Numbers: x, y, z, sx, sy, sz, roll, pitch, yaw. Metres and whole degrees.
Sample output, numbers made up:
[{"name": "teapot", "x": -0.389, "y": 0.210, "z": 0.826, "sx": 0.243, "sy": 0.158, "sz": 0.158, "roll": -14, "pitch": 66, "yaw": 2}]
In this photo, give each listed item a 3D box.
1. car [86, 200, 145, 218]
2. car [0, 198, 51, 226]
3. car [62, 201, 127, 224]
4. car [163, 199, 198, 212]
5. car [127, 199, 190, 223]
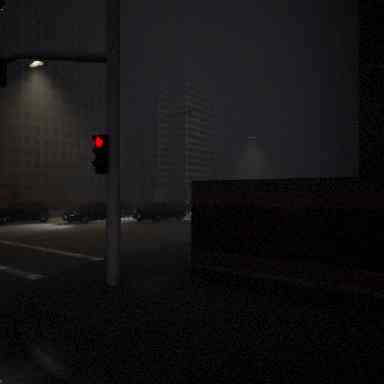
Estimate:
[{"name": "car", "x": -7.099, "y": 1.547, "z": 31.458, "sx": 2.033, "sy": 1.411, "sz": 5.357, "roll": 0, "pitch": 0, "yaw": 36}, {"name": "car", "x": -12.638, "y": 1.352, "z": 23.772, "sx": 2.097, "sy": 1.767, "sz": 4.553, "roll": 0, "pitch": 0, "yaw": 36}, {"name": "car", "x": -7.377, "y": 1.505, "z": 25.101, "sx": 1.837, "sy": 1.490, "sz": 4.892, "roll": 0, "pitch": 0, "yaw": 36}, {"name": "car", "x": -1.301, "y": 1.564, "z": 39.451, "sx": 1.994, "sy": 1.385, "sz": 4.181, "roll": 0, "pitch": 0, "yaw": 36}, {"name": "car", "x": -2.461, "y": 1.526, "z": 25.579, "sx": 1.812, "sy": 1.442, "sz": 4.674, "roll": 0, "pitch": 0, "yaw": 36}]
